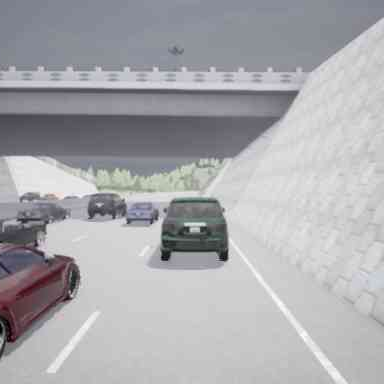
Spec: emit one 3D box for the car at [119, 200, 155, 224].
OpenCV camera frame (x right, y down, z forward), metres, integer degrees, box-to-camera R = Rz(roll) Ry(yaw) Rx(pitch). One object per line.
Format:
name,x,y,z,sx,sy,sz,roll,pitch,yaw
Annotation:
car,-3.428,1.456,23.696,2.033,1.411,5.357,0,0,0

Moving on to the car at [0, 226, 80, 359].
car,-3.421,1.544,5.581,1.994,1.385,4.181,0,0,0

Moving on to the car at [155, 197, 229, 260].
car,0.086,1.173,12.303,2.150,2.045,5.566,0,0,0

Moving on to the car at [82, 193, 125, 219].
car,-6.928,1.116,27.566,2.150,2.045,5.566,0,0,0

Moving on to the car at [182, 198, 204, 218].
car,0.068,1.360,30.156,1.882,1.535,5.008,0,0,0

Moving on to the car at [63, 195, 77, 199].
car,-24.591,1.294,67.276,1.994,1.385,4.181,0,0,0

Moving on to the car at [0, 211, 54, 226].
car,-6.914,1.558,11.711,1.895,1.301,4.718,0,0,0

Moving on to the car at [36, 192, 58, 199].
car,-28.087,1.094,65.218,2.097,1.767,4.553,0,0,0

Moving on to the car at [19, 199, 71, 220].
car,-10.428,1.459,23.688,2.033,1.411,5.357,0,0,0

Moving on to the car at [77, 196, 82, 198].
car,-21.091,1.240,67.283,1.837,1.490,4.892,0,0,0

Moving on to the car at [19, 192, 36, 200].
car,-31.586,0.966,65.150,2.150,2.045,5.566,0,0,0
